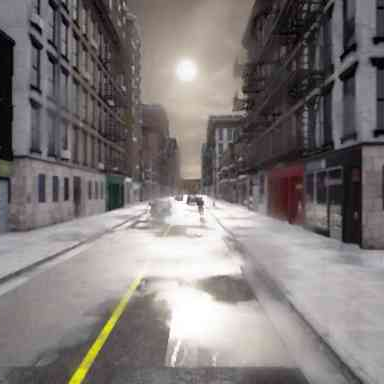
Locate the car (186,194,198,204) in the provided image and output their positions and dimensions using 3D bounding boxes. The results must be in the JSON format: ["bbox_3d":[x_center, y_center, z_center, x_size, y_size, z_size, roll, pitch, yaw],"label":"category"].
[{"bbox_3d":[0.075,1.152,57.419,2.097,1.767,4.553,0,0,0],"label":"car"}]

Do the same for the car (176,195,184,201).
[{"bbox_3d":[-2.733,1.251,71.924,1.994,1.385,4.181,0,0,0],"label":"car"}]

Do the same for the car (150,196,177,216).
[{"bbox_3d":[-2.836,1.391,31.313,2.128,1.511,4.902,0,0,0],"label":"car"}]

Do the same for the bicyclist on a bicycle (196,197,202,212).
[{"bbox_3d":[0.765,1.334,36.567,0.582,1.620,1.656,0,0,0],"label":"bicyclist on a bicycle"}]

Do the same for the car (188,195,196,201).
[{"bbox_3d":[0.018,1.325,75.162,1.895,1.301,4.718,0,0,0],"label":"car"}]

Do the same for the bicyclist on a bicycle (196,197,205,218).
[{"bbox_3d":[0.764,1.283,27.739,0.659,1.776,1.843,0,0,0],"label":"bicyclist on a bicycle"}]
